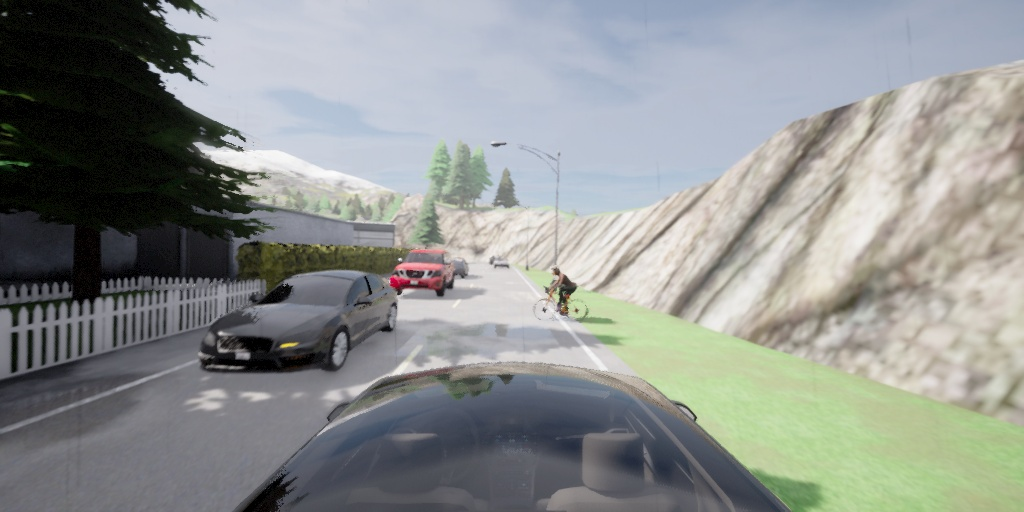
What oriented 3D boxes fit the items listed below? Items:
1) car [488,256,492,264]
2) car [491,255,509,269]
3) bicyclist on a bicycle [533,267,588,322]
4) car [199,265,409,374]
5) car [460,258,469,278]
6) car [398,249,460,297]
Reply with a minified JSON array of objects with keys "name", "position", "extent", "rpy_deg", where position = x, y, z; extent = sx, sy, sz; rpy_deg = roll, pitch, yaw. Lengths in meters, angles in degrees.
[{"name":"car","position":[-2.524,0.622,55.609],"extent":[2.128,1.511,4.902],"rpy_deg":[2,1,-10]},{"name":"car","position":[-1.318,0.873,45.140],"extent":[1.895,1.301,4.718],"rpy_deg":[2,1,-3]},{"name":"bicyclist on a bicycle","position":[1.459,1.152,10.671],"extent":[1.656,1.620,0.582],"rpy_deg":[1,1,-2]},{"name":"car","position":[-3.736,1.084,7.306],"extent":[1.837,1.490,4.892],"rpy_deg":[2,1,-2]},{"name":"car","position":[-4.390,0.847,27.685],"extent":[2.128,1.511,4.902],"rpy_deg":[2,1,-2]},{"name":"car","position":[-4.055,0.691,17.268],"extent":[2.150,2.045,5.566],"rpy_deg":[2,1,-2]}]
